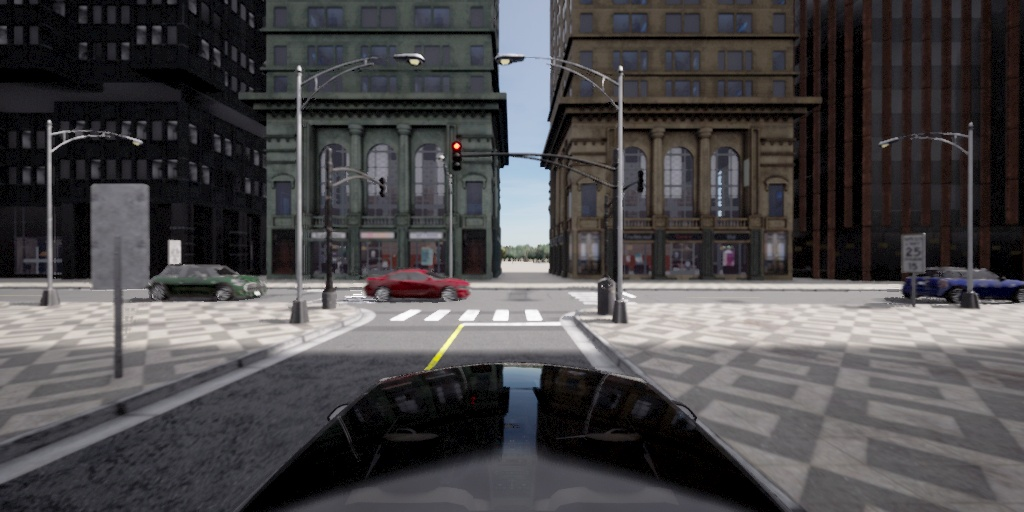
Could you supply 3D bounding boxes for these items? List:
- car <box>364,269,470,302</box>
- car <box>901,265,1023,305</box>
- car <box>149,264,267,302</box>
[{"bbox_3d":[-4.540,1.396,17.471,5.008,1.535,1.882,0,0,0],"label":"car"},{"bbox_3d":[22.067,1.350,17.443,4.553,1.767,2.097,0,0,0],"label":"car"},{"bbox_3d":[-14.652,1.227,17.477,4.553,1.767,2.097,0,0,0],"label":"car"}]
